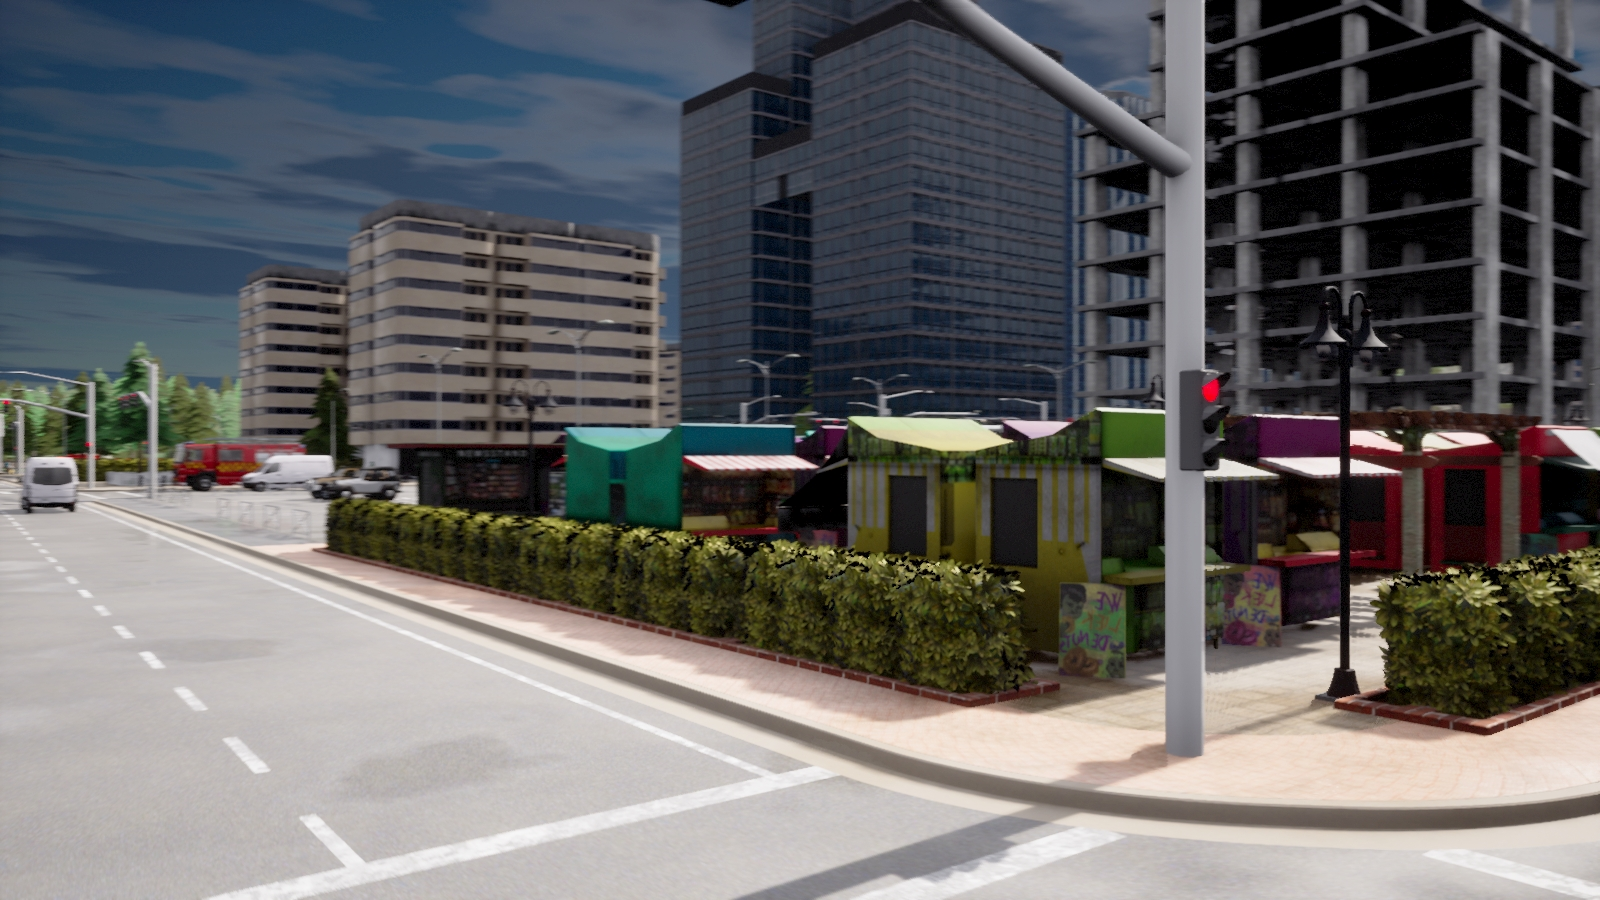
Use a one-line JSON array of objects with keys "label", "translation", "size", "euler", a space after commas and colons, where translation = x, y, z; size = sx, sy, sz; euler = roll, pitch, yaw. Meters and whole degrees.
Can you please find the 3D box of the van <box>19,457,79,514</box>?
[{"label": "van", "translation": [-35.833, 1.631, 54.455], "size": [1.988, 2.561, 5.915], "euler": [0, 0, -37]}]
